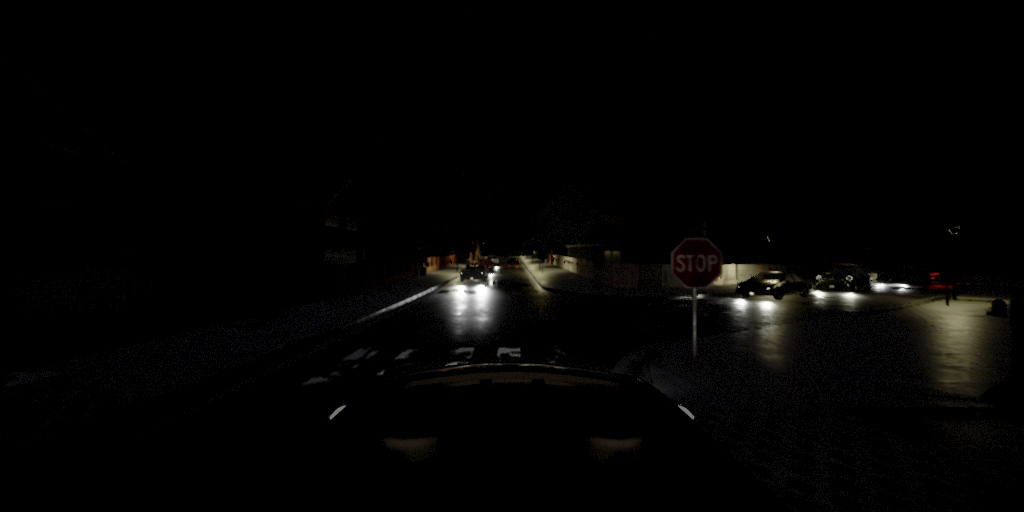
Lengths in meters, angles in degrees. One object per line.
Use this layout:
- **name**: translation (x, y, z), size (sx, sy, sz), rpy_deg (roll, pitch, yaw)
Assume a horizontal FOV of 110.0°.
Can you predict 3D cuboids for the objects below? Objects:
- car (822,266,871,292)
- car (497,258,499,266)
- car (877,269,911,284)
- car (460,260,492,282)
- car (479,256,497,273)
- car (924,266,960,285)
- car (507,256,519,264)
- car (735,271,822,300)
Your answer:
- **car**: translation (23.152, 1.476, 25.097), size (4.553, 1.767, 2.097), rpy_deg (1, -1, -33)
- **car**: translation (-2.841, 0.698, 51.168), size (1.812, 1.442, 4.674), rpy_deg (0, 2, 1)
- **car**: translation (36.924, 1.939, 34.670), size (4.718, 1.301, 1.895), rpy_deg (1, -1, -37)
- **car**: translation (-2.851, 1.248, 27.678), size (1.895, 1.301, 4.718), rpy_deg (0, 1, 0)
- **car**: translation (-2.849, 0.976, 37.583), size (1.812, 1.442, 4.674), rpy_deg (0, 1, 0)
- **car**: translation (40.029, 1.847, 33.438), size (4.892, 1.490, 1.837), rpy_deg (1, -1, -38)
- **car**: translation (0.089, 0.616, 58.150), size (1.895, 1.301, 4.718), rpy_deg (0, 1, 0)
- **car**: translation (14.487, 1.546, 19.651), size (5.357, 1.411, 2.033), rpy_deg (1, -1, -31)
